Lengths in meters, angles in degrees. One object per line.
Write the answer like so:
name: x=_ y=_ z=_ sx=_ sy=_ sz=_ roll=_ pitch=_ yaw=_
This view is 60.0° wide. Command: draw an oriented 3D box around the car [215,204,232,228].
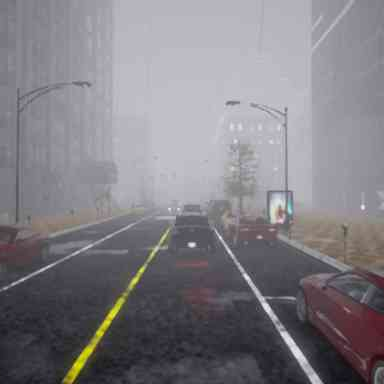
car: x=2.698 y=1.727 z=21.221 sx=1.752 sy=1.417 sz=4.829 roll=1 pitch=-1 yaw=0

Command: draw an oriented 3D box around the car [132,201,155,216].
car: x=-5.684 y=1.882 z=37.560 sx=1.752 sy=1.417 sz=4.829 roll=1 pitch=-1 yaw=0

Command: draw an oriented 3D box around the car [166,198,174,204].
car: x=-5.685 y=2.351 z=86.643 sx=1.752 sy=1.417 sz=4.829 roll=1 pitch=-1 yaw=0

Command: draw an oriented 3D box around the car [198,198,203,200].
car: x=2.695 y=2.425 z=92.322 sx=1.887 sy=1.381 sz=4.507 roll=1 pitch=-1 yaw=0

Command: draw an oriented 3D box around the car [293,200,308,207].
car: x=20.845 y=2.396 z=68.012 sx=4.097 sy=1.590 sz=1.967 roll=1 pitch=-2 yaw=0

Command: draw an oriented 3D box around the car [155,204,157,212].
car: x=-5.683 y=1.851 z=43.290 sx=1.967 sy=1.590 sz=4.097 roll=1 pitch=-1 yaw=0

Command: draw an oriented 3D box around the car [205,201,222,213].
car: x=2.696 y=1.956 z=43.288 sx=1.887 sy=1.381 sz=4.507 roll=1 pitch=-1 yaw=0

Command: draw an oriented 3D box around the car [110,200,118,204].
car: x=-17.254 y=1.903 z=67.691 sx=4.507 sy=1.381 sz=1.887 roll=1 pitch=-2 yaw=0

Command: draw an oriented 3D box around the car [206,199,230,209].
car: x=2.699 y=1.620 z=32.171 sx=2.192 sy=1.841 sz=5.009 roll=1 pitch=-1 yaw=0

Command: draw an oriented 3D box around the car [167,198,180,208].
car: x=-3.007 y=2.042 z=59.266 sx=1.882 sy=1.535 sz=5.008 roll=0 pitch=-1 yaw=0

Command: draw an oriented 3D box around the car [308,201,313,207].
car: x=26.255 y=2.725 z=76.361 sx=4.829 sy=1.417 sz=1.752 roll=1 pitch=-2 yaw=0

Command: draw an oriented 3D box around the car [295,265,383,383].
car: x=2.697 y=1.624 z=4.373 sx=1.802 sy=1.307 sz=4.206 roll=1 pitch=-1 yaw=0

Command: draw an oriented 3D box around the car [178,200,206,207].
car: x=0.003 y=1.787 z=29.296 sx=1.837 sy=1.490 sz=4.892 roll=0 pitch=0 yaw=0

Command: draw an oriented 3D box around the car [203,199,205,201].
car: x=2.698 y=1.673 z=37.730 sx=2.192 sy=1.841 sz=5.009 roll=1 pitch=-1 yaw=0

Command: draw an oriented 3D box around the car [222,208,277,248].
car: x=2.697 y=1.692 z=15.492 sx=1.887 sy=1.381 sz=4.507 roll=1 pitch=-1 yaw=0

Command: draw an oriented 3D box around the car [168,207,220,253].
car: x=0.003 y=1.645 z=14.302 sx=1.837 sy=1.490 sz=4.892 roll=0 pitch=0 yaw=0

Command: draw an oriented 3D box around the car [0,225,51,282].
car: x=-5.684 y=1.677 z=9.932 sx=1.802 sy=1.307 sz=4.206 roll=1 pitch=-1 yaw=0
